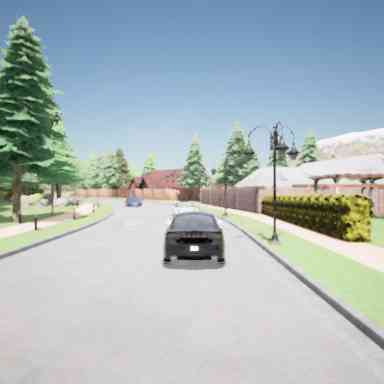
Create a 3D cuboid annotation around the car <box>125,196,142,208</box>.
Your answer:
[{"bbox_3d":[-7.784,1.304,44.090,1.812,1.442,4.674,0,0,-17],"label":"car"}]

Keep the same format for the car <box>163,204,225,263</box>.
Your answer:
[{"bbox_3d":[0.074,1.418,11.791,1.882,1.535,5.008,0,0,0],"label":"car"}]

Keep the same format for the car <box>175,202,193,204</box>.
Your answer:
[{"bbox_3d":[-0.711,1.460,27.950,1.895,1.301,4.718,0,0,-6],"label":"car"}]
